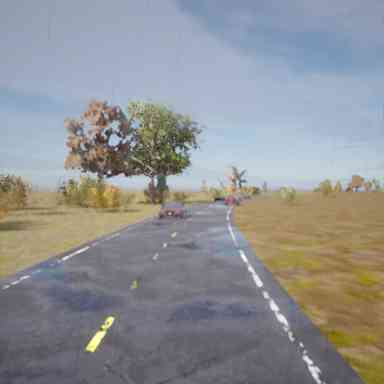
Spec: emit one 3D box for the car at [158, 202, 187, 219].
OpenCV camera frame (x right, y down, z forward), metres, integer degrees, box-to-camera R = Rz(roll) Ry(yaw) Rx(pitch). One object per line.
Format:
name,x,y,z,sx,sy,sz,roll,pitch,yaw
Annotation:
car,-1.546,1.499,28.131,1.994,1.385,4.181,0,0,6

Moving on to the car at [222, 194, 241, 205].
car,6.574,1.224,54.614,2.097,1.767,4.553,0,0,11

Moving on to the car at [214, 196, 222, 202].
car,5.801,1.417,69.527,1.895,1.301,4.718,0,0,14

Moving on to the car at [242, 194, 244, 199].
car,9.552,1.179,72.338,1.837,1.490,4.892,0,0,15

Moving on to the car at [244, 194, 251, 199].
car,14.510,1.178,88.892,2.033,1.411,5.357,0,0,19
